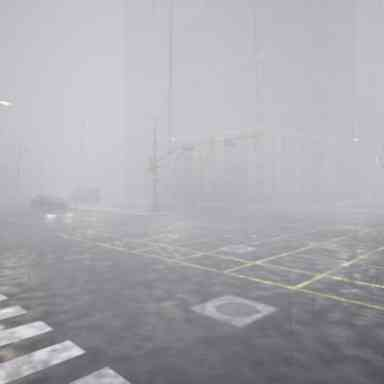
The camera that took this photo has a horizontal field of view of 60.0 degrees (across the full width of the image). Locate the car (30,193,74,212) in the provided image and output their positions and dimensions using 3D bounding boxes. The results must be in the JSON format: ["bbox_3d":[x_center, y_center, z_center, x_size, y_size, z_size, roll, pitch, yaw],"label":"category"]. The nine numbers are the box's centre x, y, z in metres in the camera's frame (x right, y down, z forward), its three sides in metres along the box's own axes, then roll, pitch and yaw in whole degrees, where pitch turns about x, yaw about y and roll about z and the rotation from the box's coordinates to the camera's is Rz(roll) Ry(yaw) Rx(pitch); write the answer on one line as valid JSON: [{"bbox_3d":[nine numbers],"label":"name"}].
[{"bbox_3d":[-13.190,0.971,30.637,5.008,1.535,1.882,1,1,44],"label":"car"}]

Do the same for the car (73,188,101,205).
[{"bbox_3d":[-13.703,0.540,42.461,2.150,2.045,5.566,-1,1,-44],"label":"car"}]
